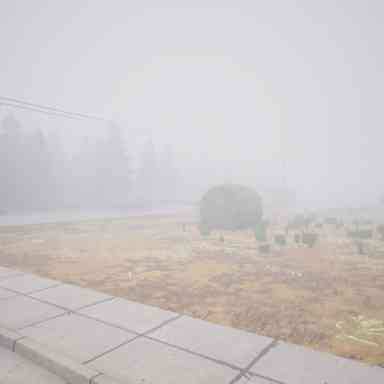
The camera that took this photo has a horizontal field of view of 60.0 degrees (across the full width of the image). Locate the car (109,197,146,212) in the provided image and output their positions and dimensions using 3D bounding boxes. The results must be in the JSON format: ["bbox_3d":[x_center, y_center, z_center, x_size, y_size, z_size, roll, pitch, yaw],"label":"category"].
[{"bbox_3d":[-7.743,1.378,40.137,2.097,1.767,4.553,0,0,36],"label":"car"}]

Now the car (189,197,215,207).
[{"bbox_3d":[1.602,1.591,52.704,1.994,1.385,4.181,0,0,37],"label":"car"}]

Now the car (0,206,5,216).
[{"bbox_3d":[-17.626,1.552,26.748,1.812,1.442,4.674,0,0,37],"label":"car"}]

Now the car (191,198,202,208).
[{"bbox_3d":[2.043,1.552,47.183,1.812,1.442,4.674,0,0,36],"label":"car"}]
